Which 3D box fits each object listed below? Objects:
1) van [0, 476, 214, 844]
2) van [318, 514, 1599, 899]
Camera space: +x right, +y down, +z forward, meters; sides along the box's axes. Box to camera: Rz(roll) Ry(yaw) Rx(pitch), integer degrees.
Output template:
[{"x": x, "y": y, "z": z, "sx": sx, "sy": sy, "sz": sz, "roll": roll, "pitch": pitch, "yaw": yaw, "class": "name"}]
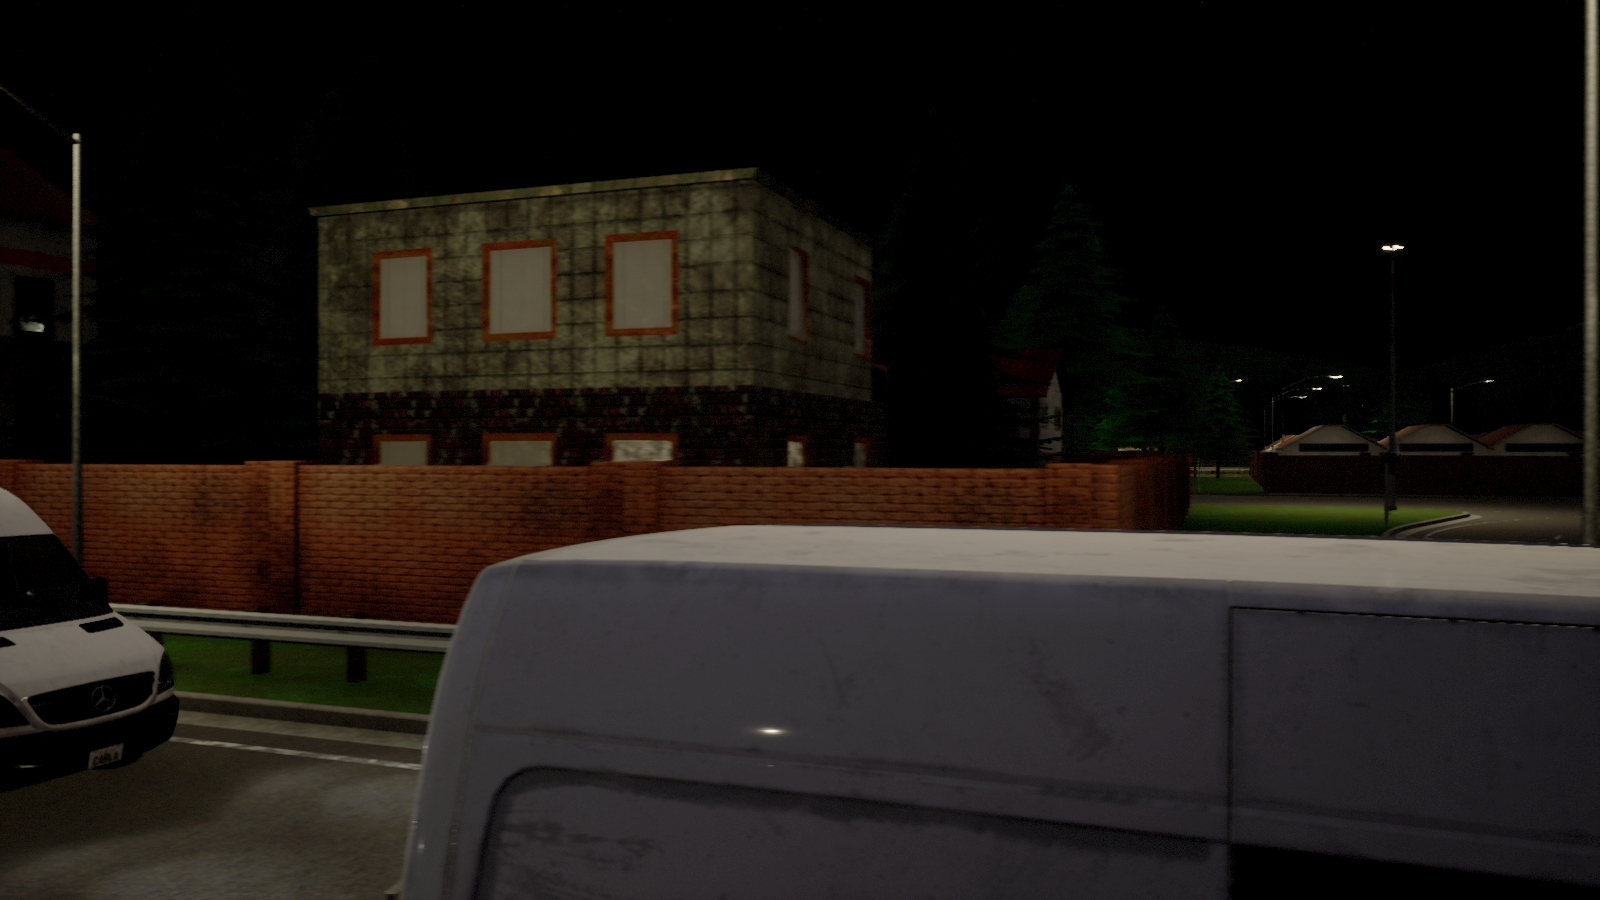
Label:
[{"x": -8.194, "y": 1.527, "z": 9.968, "sx": 5.915, "sy": 2.561, "sz": 1.988, "roll": 0, "pitch": 0, "yaw": 20, "class": "van"}, {"x": 2.010, "y": 1.534, "z": 2.561, "sx": 5.915, "sy": 2.561, "sz": 1.988, "roll": 0, "pitch": 0, "yaw": 20, "class": "van"}]
